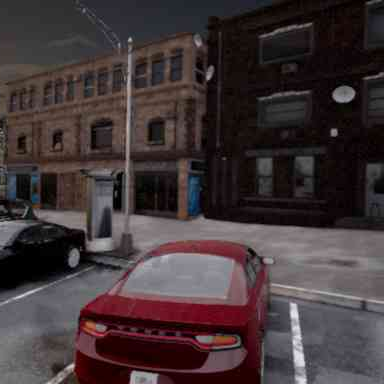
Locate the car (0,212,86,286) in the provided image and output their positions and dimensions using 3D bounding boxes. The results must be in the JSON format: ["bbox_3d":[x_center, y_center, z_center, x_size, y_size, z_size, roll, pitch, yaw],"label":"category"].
[{"bbox_3d":[-4.745,1.508,8.685,2.097,1.535,5.008,0,-1,14],"label":"car"}]

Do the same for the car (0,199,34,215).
[{"bbox_3d":[-7.251,1.265,10.351,2.435,2.045,5.566,0,-1,14],"label":"car"}]

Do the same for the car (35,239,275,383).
[{"bbox_3d":[0.214,1.489,5.242,2.097,1.535,5.008,0,-1,15],"label":"car"}]
